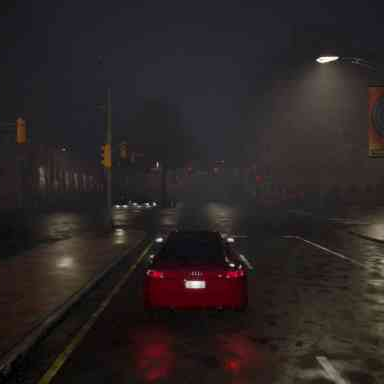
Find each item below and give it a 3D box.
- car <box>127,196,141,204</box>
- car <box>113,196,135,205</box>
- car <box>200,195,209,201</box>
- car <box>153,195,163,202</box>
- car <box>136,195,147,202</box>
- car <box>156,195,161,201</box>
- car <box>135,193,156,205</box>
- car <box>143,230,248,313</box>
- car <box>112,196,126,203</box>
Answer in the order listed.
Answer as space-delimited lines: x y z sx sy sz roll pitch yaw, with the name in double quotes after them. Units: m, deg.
-11.565 1.564 66.178 1.994 1.385 4.181 0 0 0 "car"
-11.615 1.564 56.884 1.994 1.385 4.181 0 0 0 "car"
3.450 1.553 87.123 1.994 1.385 4.181 0 0 0 "car"
-8.045 1.500 78.602 1.837 1.490 4.892 0 0 0 "car"
-11.544 1.478 76.597 1.882 1.535 5.008 0 0 0 "car"
-8.044 1.601 68.399 1.895 1.301 4.718 0 0 0 "car"
-8.114 1.221 58.599 2.150 2.045 5.566 0 0 0 "car"
0.070 1.564 7.736 1.994 1.385 4.181 0 0 0 "car"
-14.789 1.595 67.840 1.895 1.301 4.718 0 0 0 "car"
